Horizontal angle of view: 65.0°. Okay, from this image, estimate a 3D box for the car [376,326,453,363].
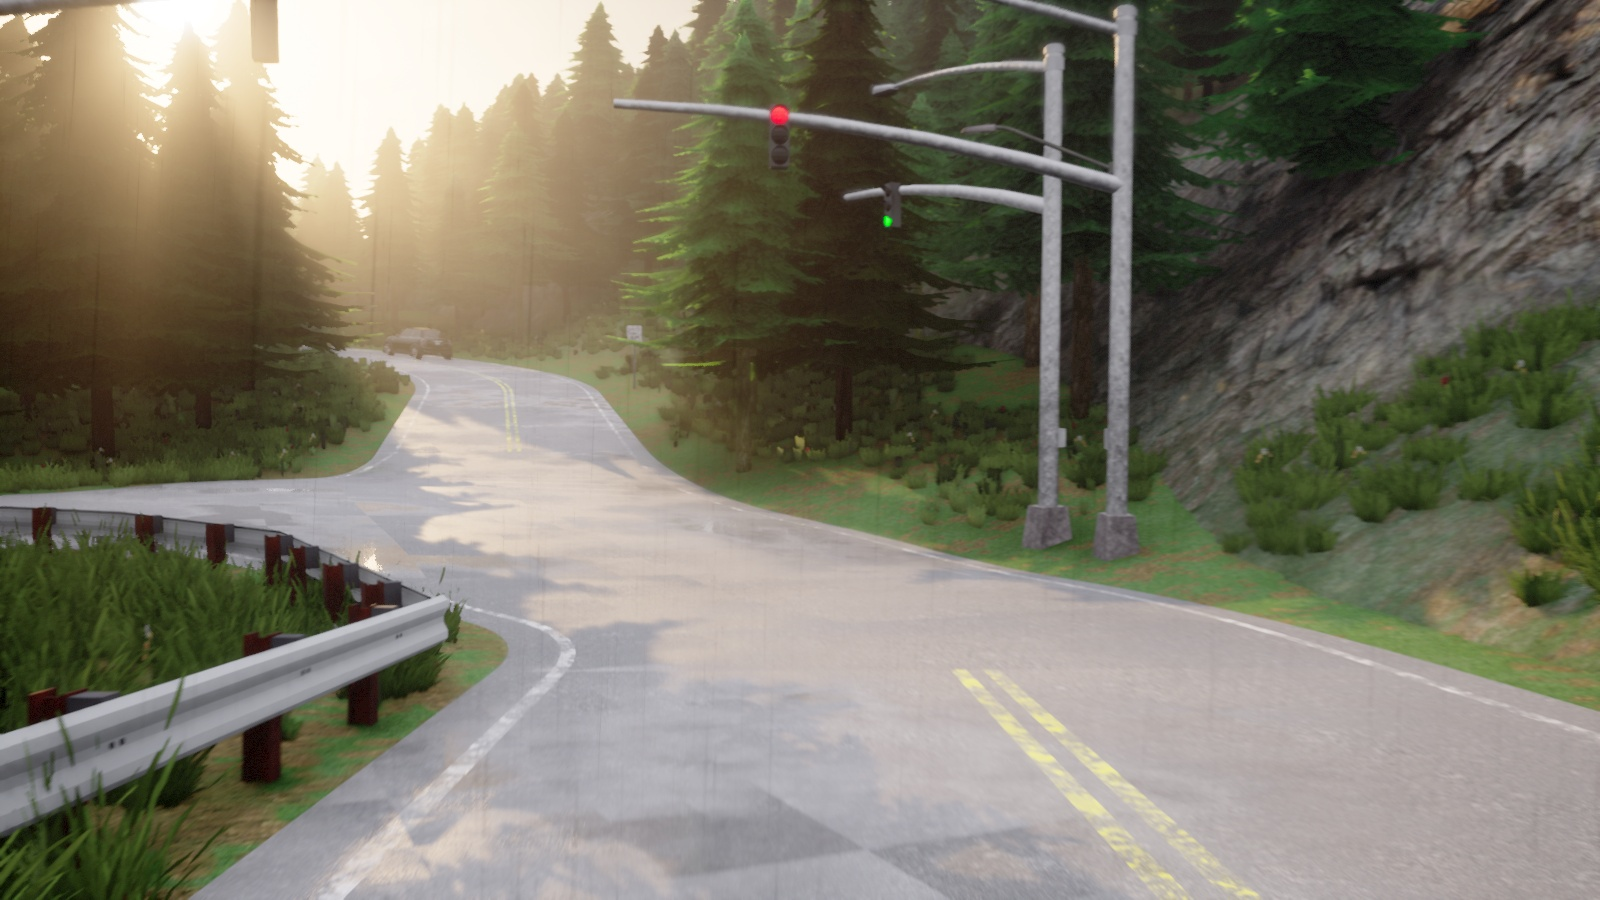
[{"bbox_3d":[-21.348,-5.835,69.514,4.553,1.767,2.097,9,9,43],"label":"car"}]
